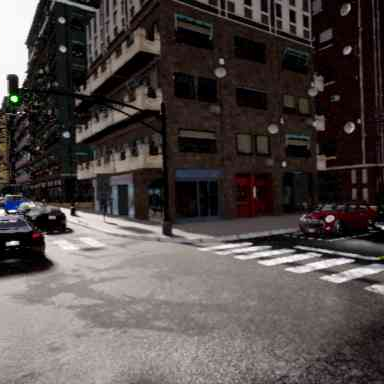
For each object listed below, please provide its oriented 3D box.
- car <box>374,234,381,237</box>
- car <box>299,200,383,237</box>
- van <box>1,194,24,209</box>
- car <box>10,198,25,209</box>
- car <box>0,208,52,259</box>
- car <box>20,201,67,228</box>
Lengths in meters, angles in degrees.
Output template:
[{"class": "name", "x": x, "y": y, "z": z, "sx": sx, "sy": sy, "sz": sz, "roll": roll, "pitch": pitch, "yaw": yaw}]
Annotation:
[{"class": "car", "x": 9.628, "y": 1.127, "z": 14.510, "sx": 4.892, "sy": 1.490, "sz": 1.837, "roll": -2, "pitch": 0, "yaw": -33}, {"class": "car", "x": 6.963, "y": 1.140, "z": 15.875, "sx": 4.097, "sy": 1.590, "sz": 1.967, "roll": -2, "pitch": 0, "yaw": -33}, {"class": "van", "x": -18.041, "y": 1.180, "z": 33.780, "sx": 1.690, "sy": 1.788, "sz": 3.998, "roll": -1, "pitch": 1, "yaw": -34}, {"class": "car", "x": -11.801, "y": 1.401, "z": 24.378, "sx": 2.008, "sy": 1.369, "sz": 4.403, "roll": -1, "pitch": 1, "yaw": -34}, {"class": "car", "x": -6.482, "y": 1.507, "z": 11.656, "sx": 1.994, "sy": 1.385, "sz": 4.181, "roll": -2, "pitch": 1, "yaw": -34}, {"class": "car", "x": -8.681, "y": 1.422, "z": 19.676, "sx": 1.947, "sy": 1.339, "sz": 4.313, "roll": -1, "pitch": 1, "yaw": -34}]
